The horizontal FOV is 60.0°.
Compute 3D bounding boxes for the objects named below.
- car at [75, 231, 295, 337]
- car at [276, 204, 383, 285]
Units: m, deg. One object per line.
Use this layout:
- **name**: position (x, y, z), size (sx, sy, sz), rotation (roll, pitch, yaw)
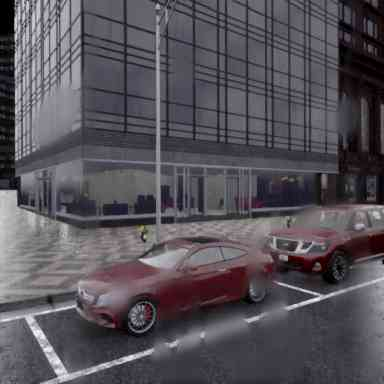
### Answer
- **car**: position (-0.099, 1.581, 6.575), size (4.206, 1.307, 1.802), rotation (0, 0, -35)
- **car**: position (4.322, 1.315, 9.721), size (5.009, 1.841, 2.192), rotation (0, 0, -35)
